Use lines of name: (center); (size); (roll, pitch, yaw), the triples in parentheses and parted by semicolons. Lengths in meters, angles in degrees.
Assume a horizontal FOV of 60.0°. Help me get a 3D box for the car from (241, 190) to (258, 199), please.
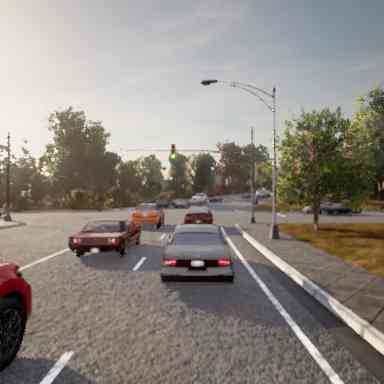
car: (14.115, 0.982, 83.942); (2.128, 1.511, 4.902); (0, 3, 33)

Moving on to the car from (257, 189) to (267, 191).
car: (19.786, 0.031, 92.442); (2.150, 2.045, 5.566); (-1, 3, 38)

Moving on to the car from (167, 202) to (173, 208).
car: (-5.295, 2.199, 56.443); (1.895, 1.301, 4.718); (0, 0, 16)

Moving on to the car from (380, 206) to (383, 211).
car: (25.649, 1.745, 39.908); (5.357, 1.411, 2.033); (-2, -1, 3)

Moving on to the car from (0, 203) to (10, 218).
car: (-22.516, 2.050, 35.515); (4.902, 1.511, 2.128); (-1, -1, 2)

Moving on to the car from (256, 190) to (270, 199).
car: (17.657, 0.977, 83.026); (1.895, 1.301, 4.718); (0, 3, 33)

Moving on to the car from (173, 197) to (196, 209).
car: (-1.465, 2.127, 57.217); (2.033, 1.411, 5.357); (0, 0, 15)

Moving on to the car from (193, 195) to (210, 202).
car: (1.570, 1.956, 66.148); (1.812, 1.442, 4.674); (0, 1, 21)

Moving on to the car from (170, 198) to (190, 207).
car: (-2.362, 2.035, 65.624); (2.033, 1.411, 5.357); (0, 1, 20)

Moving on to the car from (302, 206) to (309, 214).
car: (15.950, 2.010, 40.475); (4.718, 1.301, 1.895); (-1, -1, 3)

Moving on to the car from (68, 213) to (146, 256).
car: (-3.314, 1.747, 13.707); (1.895, 1.301, 4.718); (0, -1, 1)

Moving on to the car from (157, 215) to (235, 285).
car: (0.135, 1.649, 9.828); (2.033, 1.411, 5.357); (0, -1, 0)

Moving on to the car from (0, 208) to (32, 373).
car: (-3.417, 1.248, 2.532); (2.150, 2.045, 5.566); (0, 0, 0)

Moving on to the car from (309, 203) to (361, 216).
car: (16.028, 1.964, 36.964); (4.718, 1.301, 1.895); (-1, -1, 3)

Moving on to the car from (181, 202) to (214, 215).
car: (0.510, 1.739, 23.456); (1.882, 1.535, 5.008); (0, -1, 2)

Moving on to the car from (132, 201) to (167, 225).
car: (-3.227, 1.626, 24.585); (2.097, 1.767, 4.553); (0, -1, -2)

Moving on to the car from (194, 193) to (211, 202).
car: (1.672, 1.381, 75.455); (2.150, 2.045, 5.566); (0, 2, 23)

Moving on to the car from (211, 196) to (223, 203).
car: (5.493, 1.669, 75.391); (1.895, 1.301, 4.718); (0, 3, 26)
